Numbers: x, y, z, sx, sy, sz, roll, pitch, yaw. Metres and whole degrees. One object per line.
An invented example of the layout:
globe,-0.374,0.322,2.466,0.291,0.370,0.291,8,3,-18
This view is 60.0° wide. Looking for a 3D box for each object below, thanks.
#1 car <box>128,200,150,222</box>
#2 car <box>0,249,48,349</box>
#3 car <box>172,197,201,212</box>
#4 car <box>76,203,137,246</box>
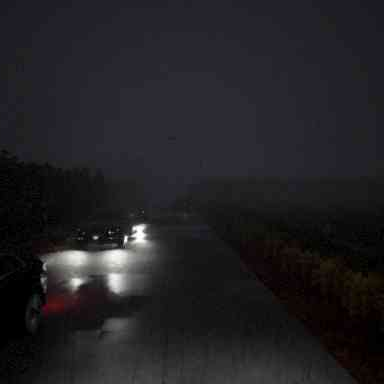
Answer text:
car,-4.354,1.437,26.126,2.128,1.511,4.902,-1,1,-3
car,-3.332,1.522,3.848,2.128,1.511,4.902,-1,0,-3
car,-0.475,1.250,35.735,1.882,1.535,5.008,0,1,21
car,-3.903,1.505,15.464,1.837,1.490,4.892,-1,1,-3
